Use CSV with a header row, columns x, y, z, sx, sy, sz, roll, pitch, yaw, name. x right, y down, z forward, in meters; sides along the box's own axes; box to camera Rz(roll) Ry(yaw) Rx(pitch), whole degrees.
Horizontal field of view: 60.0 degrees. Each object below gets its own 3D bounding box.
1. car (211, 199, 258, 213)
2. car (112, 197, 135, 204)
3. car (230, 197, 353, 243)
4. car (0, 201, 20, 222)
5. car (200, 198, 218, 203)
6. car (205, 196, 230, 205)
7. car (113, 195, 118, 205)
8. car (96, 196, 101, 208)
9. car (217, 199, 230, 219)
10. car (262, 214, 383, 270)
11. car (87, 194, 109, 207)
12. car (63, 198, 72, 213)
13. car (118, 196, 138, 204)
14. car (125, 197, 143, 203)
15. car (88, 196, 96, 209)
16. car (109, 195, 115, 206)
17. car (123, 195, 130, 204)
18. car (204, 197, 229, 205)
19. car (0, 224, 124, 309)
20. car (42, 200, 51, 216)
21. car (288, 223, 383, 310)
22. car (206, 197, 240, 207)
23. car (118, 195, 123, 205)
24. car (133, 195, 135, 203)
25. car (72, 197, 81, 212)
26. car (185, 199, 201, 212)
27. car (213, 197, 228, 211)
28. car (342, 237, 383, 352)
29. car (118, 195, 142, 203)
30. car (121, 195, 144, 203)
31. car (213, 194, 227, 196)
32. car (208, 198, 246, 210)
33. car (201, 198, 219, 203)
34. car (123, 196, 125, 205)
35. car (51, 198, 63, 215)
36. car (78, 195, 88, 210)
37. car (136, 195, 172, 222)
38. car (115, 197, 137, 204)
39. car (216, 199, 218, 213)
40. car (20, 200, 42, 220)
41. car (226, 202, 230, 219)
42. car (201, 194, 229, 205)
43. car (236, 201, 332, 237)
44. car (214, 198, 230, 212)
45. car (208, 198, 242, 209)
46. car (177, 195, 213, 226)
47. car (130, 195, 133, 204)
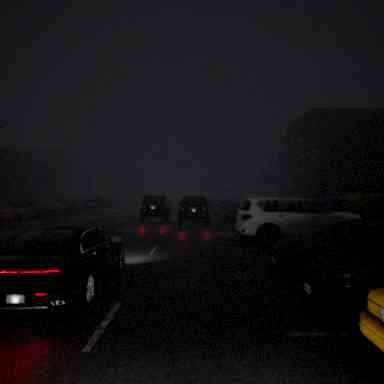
x,y,z,sx,sy,sz,roll,pitch,yaw,name
4.724,1.571,37.204,5.008,1.535,2.097,0,0,0,car
-15.702,1.935,76.415,5.008,1.535,2.097,0,-1,0,car
4.746,1.246,14.974,5.566,2.045,2.435,0,0,0,car
-15.819,1.511,24.036,5.366,1.575,1.946,0,0,0,car
4.754,2.340,92.884,5.008,1.535,2.097,0,-1,0,car
4.711,1.597,62.339,4.553,1.767,2.185,0,-1,0,car
-15.712,1.563,57.129,4.553,1.767,2.185,0,0,0,car
-15.636,1.642,46.098,4.792,1.488,2.163,0,0,0,car
4.731,1.528,26.212,4.892,1.521,2.231,0,0,0,car
4.686,1.517,9.413,4.792,1.488,2.163,0,0,0,car
-15.697,1.380,48.858,5.566,2.045,2.435,0,0,0,car
-15.647,1.594,35.034,4.674,1.452,2.002,0,0,0,car
-15.746,1.937,81.926,4.553,1.767,2.185,0,-1,0,car
-15.695,2.150,90.194,4.553,1.767,2.185,0,-1,0,car
-15.656,1.596,43.342,5.008,1.535,2.097,0,0,0,car
-15.706,1.699,54.370,4.792,1.488,2.163,0,0,0,car
-15.506,1.756,65.398,5.366,1.575,1.946,0,-1,0,car
4.743,1.788,65.115,4.674,1.452,2.002,0,-1,0,car
-2.896,1.511,7.886,1.837,1.490,4.892,0,0,0,car
-15.613,1.561,29.557,4.792,1.488,2.163,0,0,0,car
4.684,1.515,6.635,4.792,1.488,2.163,0,0,0,car
4.924,1.661,53.878,5.366,1.575,1.946,0,0,0,car
-15.679,1.709,59.886,5.008,1.535,2.097,0,0,0,car
-15.671,1.583,70.911,5.566,2.045,2.435,0,-1,0,car
-15.683,1.596,37.828,4.792,1.488,2.163,0,0,0,car
0.123,1.665,42.724,2.033,1.411,5.357,0,0,0,car
4.734,1.559,34.425,4.892,1.521,2.231,0,0,0,car
4.897,1.480,3.856,5.366,1.575,1.946,0,0,0,car
-15.747,1.882,84.684,5.566,2.045,2.435,0,-1,0,car
-15.694,1.953,87.440,5.566,2.045,2.435,0,-1,0,car
4.709,1.521,51.217,4.553,1.767,2.185,0,0,0,car
4.739,1.614,45.667,5.008,1.535,2.097,0,0,0,car
4.787,2.297,90.104,4.792,1.488,2.163,0,-2,0,car
-15.686,1.773,62.640,4.674,1.452,2.002,0,-1,0,car
-15.617,1.571,32.313,4.792,1.488,2.163,0,0,0,car
-15.626,1.455,40.586,4.553,1.767,2.185,0,0,0,car
-2.886,1.272,27.237,2.150,2.045,5.566,0,0,0,car
-15.740,2.028,79.166,4.792,1.488,2.163,0,-1,0,car
4.754,1.566,28.992,4.792,1.488,2.163,0,0,0,car
-15.453,1.519,26.800,5.366,1.575,1.946,0,0,0,car
4.718,1.550,20.656,4.674,1.452,2.002,0,0,0,car
4.717,1.529,67.893,5.566,2.045,2.435,0,-1,0,car
4.751,1.378,17.786,4.553,1.767,2.185,0,0,0,car
4.724,1.587,31.771,4.674,1.452,2.002,0,0,0,car
4.706,1.660,48.445,4.792,1.488,2.163,0,0,0,car
0.113,1.264,23.923,2.150,2.045,5.566,0,0,0,car
-15.667,1.544,68.153,5.566,2.045,2.435,0,-1,0,car
